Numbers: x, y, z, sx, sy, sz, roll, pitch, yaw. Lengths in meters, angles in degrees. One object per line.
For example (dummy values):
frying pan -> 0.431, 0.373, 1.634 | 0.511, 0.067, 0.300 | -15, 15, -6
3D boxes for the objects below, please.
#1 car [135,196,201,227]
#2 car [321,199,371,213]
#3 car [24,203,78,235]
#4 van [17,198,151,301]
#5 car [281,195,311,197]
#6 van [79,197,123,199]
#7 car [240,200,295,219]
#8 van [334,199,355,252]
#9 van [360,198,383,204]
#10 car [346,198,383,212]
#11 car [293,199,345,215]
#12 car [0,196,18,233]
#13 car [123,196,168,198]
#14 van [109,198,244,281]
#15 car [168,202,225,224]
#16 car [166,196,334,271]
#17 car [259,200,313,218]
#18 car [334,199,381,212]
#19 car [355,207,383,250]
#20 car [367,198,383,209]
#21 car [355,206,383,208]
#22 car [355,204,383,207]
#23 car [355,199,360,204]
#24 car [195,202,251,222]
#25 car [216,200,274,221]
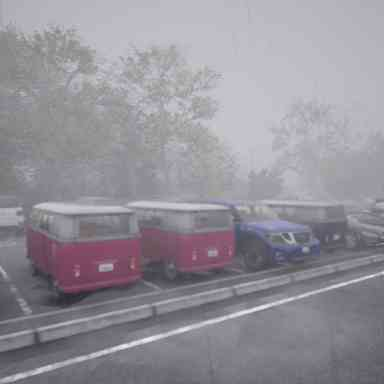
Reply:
car -> -1.940, 1.324, 25.233 | 2.435, 2.045, 5.566 | 0, 0, -36
car -> 18.341, 1.600, 39.827 | 2.231, 1.521, 4.892 | 0, 0, -36
car -> -8.833, 1.518, 20.552 | 1.946, 1.575, 5.366 | 1, 0, -36
van -> -3.009, 1.277, 8.547 | 1.878, 1.987, 4.442 | 1, 0, -36
car -> 11.595, 1.354, 34.943 | 2.435, 2.045, 5.566 | 0, 0, -36
van -> -6.537, 1.315, 22.114 | 1.878, 1.987, 4.442 | 1, 0, -36
car -> 7.070, 1.606, 31.726 | 2.097, 1.535, 5.008 | 0, 0, -36
van -> 3.823, 1.337, 13.448 | 1.878, 1.987, 4.442 | 0, 0, -36
van -> 12.940, 1.377, 19.989 | 1.878, 1.987, 4.442 | 0, 0, -36
car -> 22.962, 1.592, 42.906 | 1.946, 1.575, 5.366 | 0, 0, -36
car -> 13.830, 1.603, 36.589 | 2.097, 1.535, 5.008 | 0, 0, -36
car -> -10.995, 1.250, 18.807 | 2.435, 2.045, 5.566 | 1, 0, -36
car -> -4.230, 1.309, 23.661 | 2.435, 2.045, 5.566 | 1, 0, -36
van -> -0.731, 1.297, 10.181 | 1.878, 1.987, 4.442 | 1, 0, -36
car -> 0.280, 1.618, 26.896 | 2.163, 1.488, 4.792 | 0, 0, -36
car -> 1.632, 1.292, 11.698 | 2.435, 2.045, 5.566 | 1, 0, -36
car -> 9.327, 1.608, 33.345 | 2.231, 1.521, 4.892 | 0, 0, -36
car -> 20.582, 1.627, 41.463 | 2.163, 1.488, 4.792 | 0, 0, -36
car -> 6.167, 1.578, 14.995 | 2.231, 1.521, 4.892 | 0, 0, -36
car -> 27.382, 1.621, 46.270 | 2.163, 1.488, 4.792 | 0, 0, -36
car -> 8.450, 1.630, 16.621 | 2.002, 1.452, 4.674 | 0, 0, -36
car -> 10.713, 1.629, 18.284 | 2.163, 1.488, 4.792 | 0, 0, -36
car -> 16.086, 1.601, 38.208 | 2.097, 1.535, 5.008 | 0, 0, -36
car -> 2.575, 1.630, 28.471 | 2.163, 1.488, 4.792 | 0, 0, -36
car -> 4.703, 1.601, 30.261 | 1.946, 1.575, 5.366 | 0, 0, -36
